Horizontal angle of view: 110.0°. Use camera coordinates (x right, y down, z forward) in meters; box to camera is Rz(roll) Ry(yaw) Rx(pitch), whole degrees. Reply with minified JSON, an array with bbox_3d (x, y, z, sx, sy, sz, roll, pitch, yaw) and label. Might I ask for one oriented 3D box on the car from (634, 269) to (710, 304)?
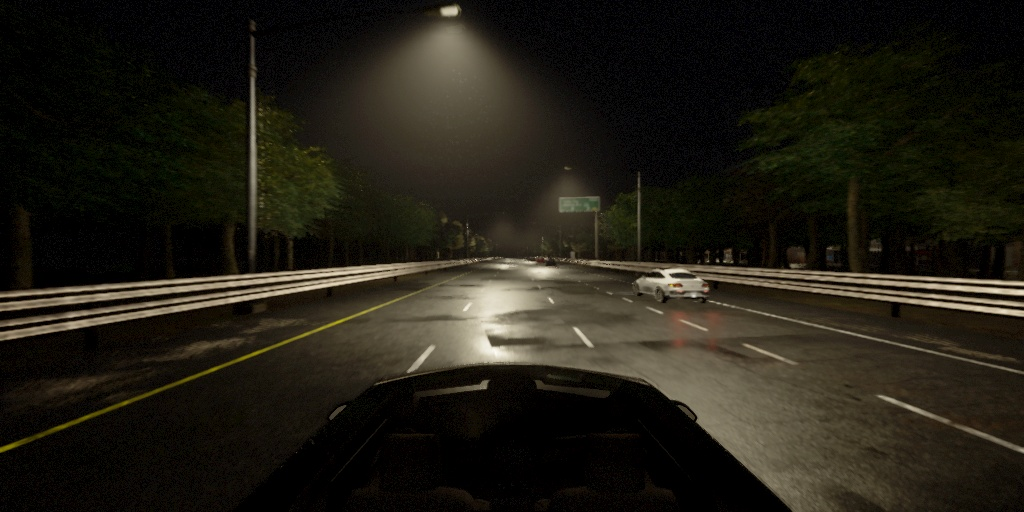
[{"bbox_3d":[7.008,1.282,16.126,1.812,1.442,4.674,0,0,0],"label":"car"}]
